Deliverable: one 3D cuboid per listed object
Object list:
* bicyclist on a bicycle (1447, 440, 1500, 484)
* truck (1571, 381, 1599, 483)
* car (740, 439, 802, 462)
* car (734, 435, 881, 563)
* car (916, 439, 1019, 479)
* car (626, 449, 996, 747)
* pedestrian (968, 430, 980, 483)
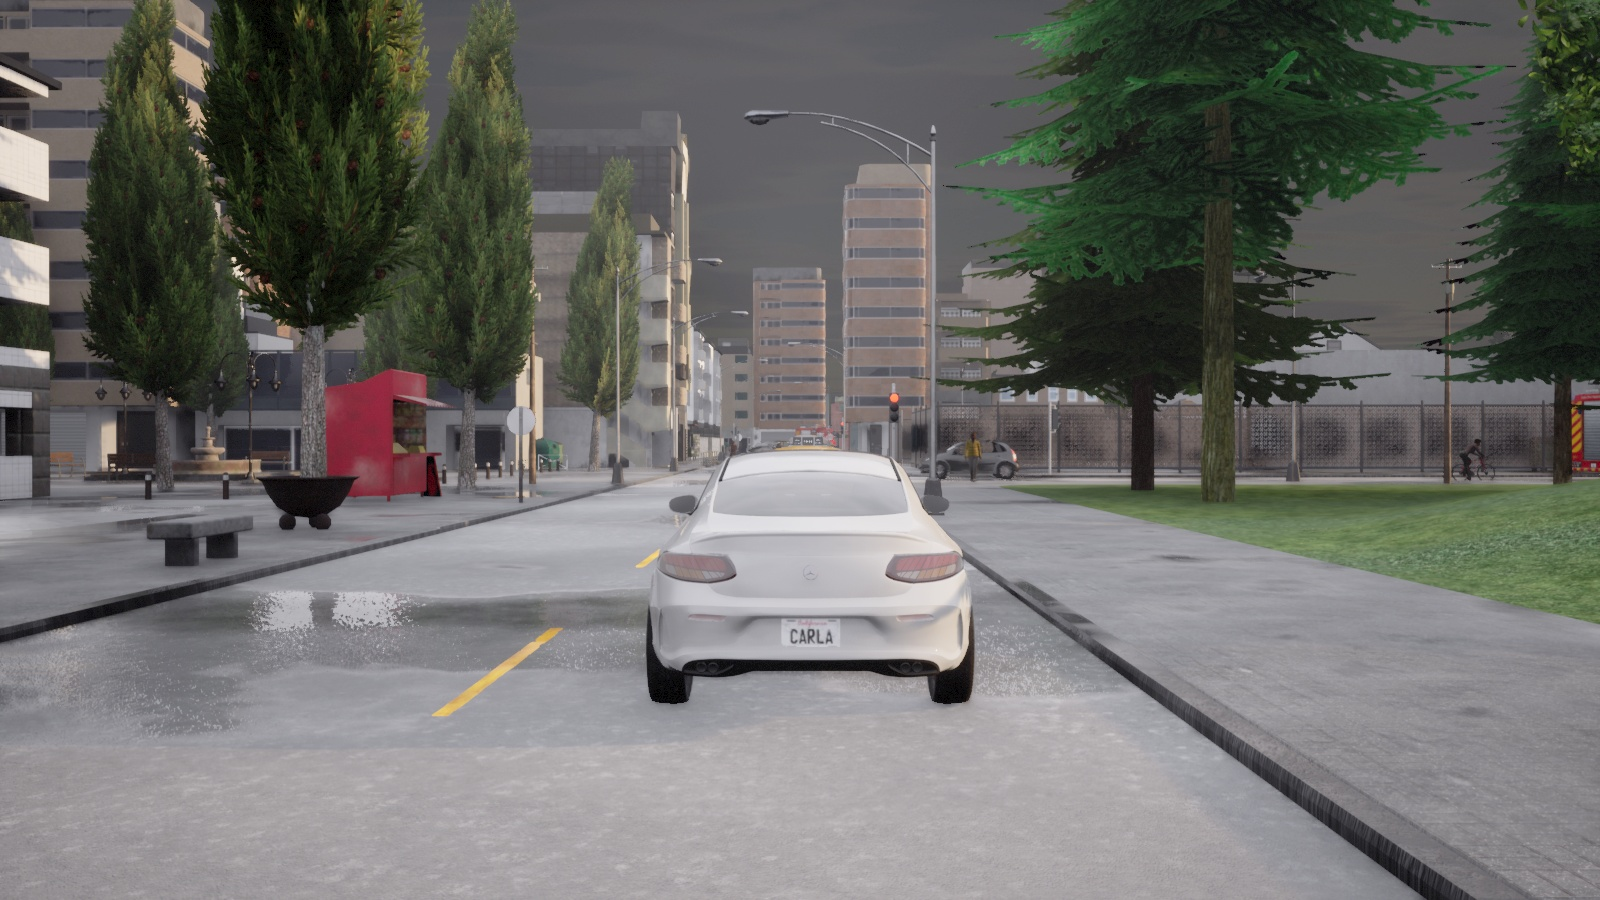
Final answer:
[{"bbox_3d":[25.393,0.449,47.360,1.656,1.620,0.582,0,0,0],"label":"bicyclist on a bicycle"},{"bbox_3d":[34.132,-0.661,47.298,8.468,3.827,2.891,0,0,-1],"label":"truck"},{"bbox_3d":[-2.178,0.037,96.578,2.242,1.667,4.611,0,0,41],"label":"car"},{"bbox_3d":[0.116,0.582,18.085,1.801,1.575,5.366,0,0,0],"label":"car"},{"bbox_3d":[6.828,0.356,51.477,3.988,1.617,1.851,0,0,1],"label":"car"},{"bbox_3d":[0.063,0.724,8.490,1.812,1.442,4.674,0,0,0],"label":"car"},{"bbox_3d":[6.073,0.210,43.877,0.370,1.835,0.726,0,0,6],"label":"pedestrian"}]
